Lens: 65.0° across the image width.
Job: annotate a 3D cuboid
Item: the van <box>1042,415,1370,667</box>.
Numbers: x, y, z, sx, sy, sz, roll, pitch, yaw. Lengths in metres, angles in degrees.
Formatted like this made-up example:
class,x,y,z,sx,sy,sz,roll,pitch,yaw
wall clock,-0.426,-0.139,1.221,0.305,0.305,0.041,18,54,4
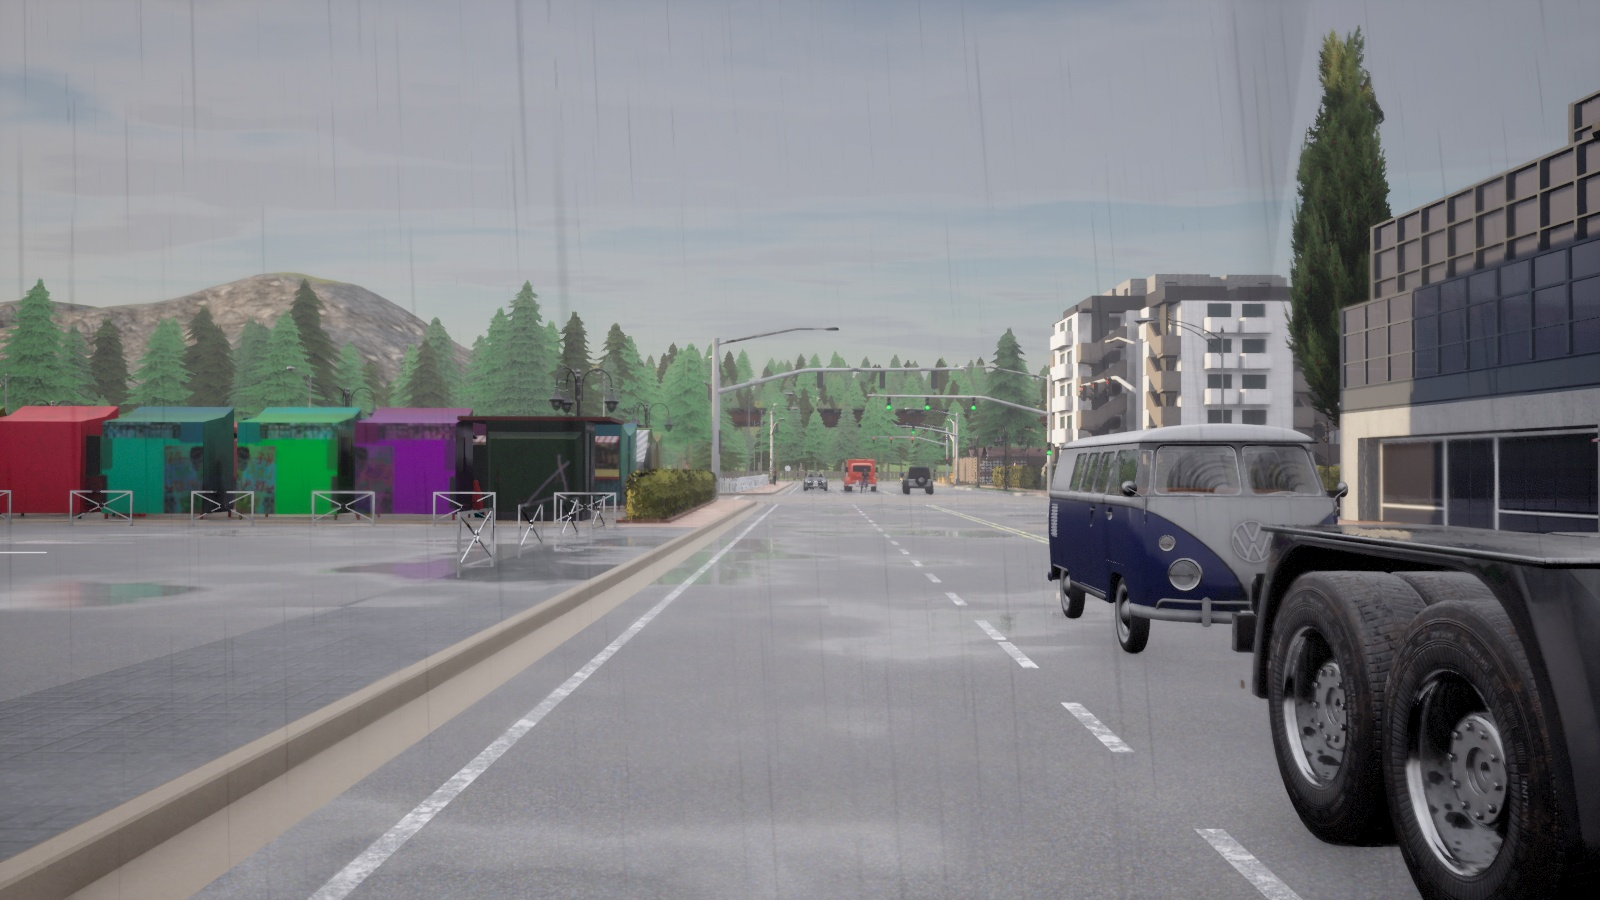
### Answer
class,x,y,z,sx,sy,sz,roll,pitch,yaw
van,3.632,0.756,12.149,1.775,1.987,4.442,0,-1,1

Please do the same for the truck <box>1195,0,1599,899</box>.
class,x,y,z,sx,sy,sz,roll,pitch,yaw
truck,3.522,-0.137,2.678,2.891,3.462,7.936,0,-1,1

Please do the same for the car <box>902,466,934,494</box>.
class,x,y,z,sx,sy,sz,roll,pitch,yaw
car,8.081,2.021,86.158,1.905,1.878,3.866,0,-1,1

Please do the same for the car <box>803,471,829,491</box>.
class,x,y,z,sx,sy,sz,roll,pitch,yaw
car,1.248,2.425,98.542,1.970,1.475,3.806,0,-1,1

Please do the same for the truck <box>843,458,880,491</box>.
class,x,y,z,sx,sy,sz,roll,pitch,yaw
truck,4.718,1.941,96.916,2.627,2.467,5.204,0,-2,1
